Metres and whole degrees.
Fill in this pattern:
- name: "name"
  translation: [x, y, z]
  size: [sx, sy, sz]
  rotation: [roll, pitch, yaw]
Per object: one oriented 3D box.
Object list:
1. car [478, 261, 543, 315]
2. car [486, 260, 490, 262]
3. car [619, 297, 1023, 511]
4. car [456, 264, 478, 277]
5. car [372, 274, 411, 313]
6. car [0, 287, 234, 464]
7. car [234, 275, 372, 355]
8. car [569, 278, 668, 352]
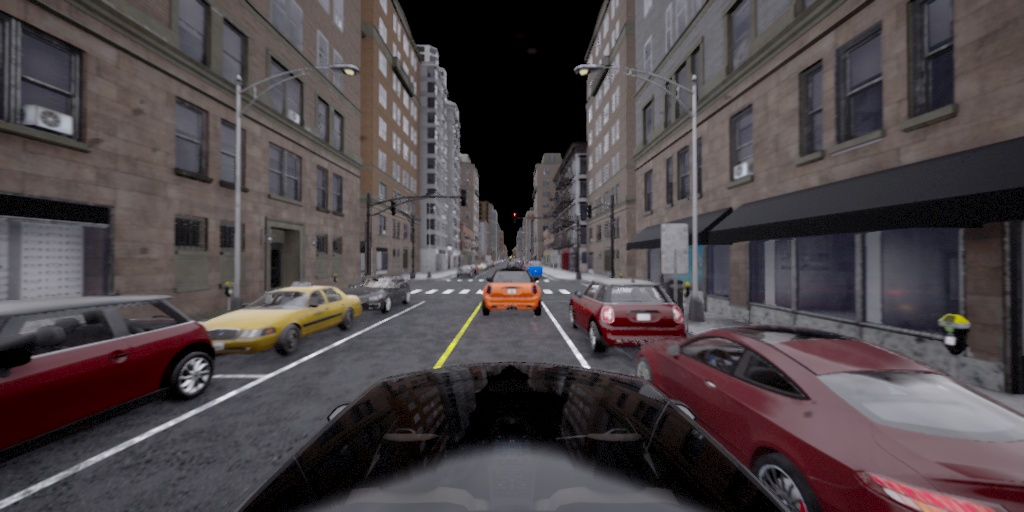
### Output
- name: "car"
  translation: [0.009, 1.234, 14.331]
  size: [2.097, 1.767, 4.553]
  rotation: [0, 0, 0]
- name: "car"
  translation: [-5.395, 1.916, 64.254]
  size: [1.751, 1.417, 4.829]
  rotation: [0, 0, 0]
- name: "car"
  translation: [2.637, 1.351, 3.590]
  size: [1.802, 1.307, 4.207]
  rotation: [0, 0, 0]
- name: "car"
  translation: [-5.392, 1.712, 41.697]
  size: [2.007, 1.370, 4.403]
  rotation: [0, 0, 0]
- name: "car"
  translation: [-5.389, 1.434, 14.617]
  size: [2.007, 1.370, 4.403]
  rotation: [0, 0, 0]
- name: "car"
  translation: [-5.388, 1.210, 3.581]
  size: [1.967, 1.591, 4.097]
  rotation: [0, 0, 0]
- name: "car"
  translation: [-5.389, 1.352, 8.929]
  size: [1.751, 1.417, 4.829]
  rotation: [0, 0, 0]
- name: "car"
  translation: [2.636, 1.266, 9.108]
  size: [1.967, 1.591, 4.097]
  rotation: [0, 0, 0]
